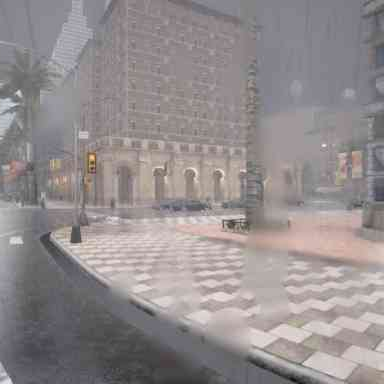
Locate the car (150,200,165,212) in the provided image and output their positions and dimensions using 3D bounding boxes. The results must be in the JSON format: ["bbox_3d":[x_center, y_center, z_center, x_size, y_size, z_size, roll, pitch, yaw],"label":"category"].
[{"bbox_3d":[-2.576,1.492,39.399,4.902,1.511,2.128,0,0,-28],"label":"car"}]

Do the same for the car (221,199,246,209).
[{"bbox_3d":[5.973,1.564,44.336,4.181,1.385,1.994,0,0,-29],"label":"car"}]

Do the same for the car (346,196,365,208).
[{"bbox_3d":[24.548,1.547,46.797,5.357,1.411,2.033,0,0,-31],"label":"car"}]

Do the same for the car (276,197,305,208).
[{"bbox_3d":[14.609,1.503,49.327,4.892,1.490,1.837,-1,0,-30],"label":"car"}]

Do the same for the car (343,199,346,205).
[{"bbox_3d":[27.929,1.504,57.044,4.902,1.511,2.128,0,0,-31],"label":"car"}]

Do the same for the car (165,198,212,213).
[{"bbox_3d":[-0.072,1.505,36.621,4.892,1.490,1.837,0,0,-30],"label":"car"}]
